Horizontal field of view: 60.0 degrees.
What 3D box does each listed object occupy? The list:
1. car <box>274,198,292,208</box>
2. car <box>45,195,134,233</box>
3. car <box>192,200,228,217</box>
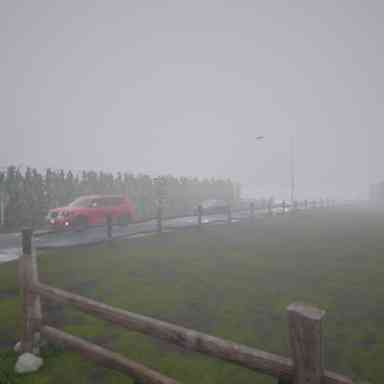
[{"bbox_3d":[13.511,1.559,48.510,1.812,1.442,4.674,0,0,35],"label":"car"},{"bbox_3d":[-5.997,1.224,20.271,2.150,2.045,5.566,0,0,34],"label":"car"},{"bbox_3d":[1.875,1.500,31.739,1.882,1.535,5.008,0,0,35],"label":"car"}]
